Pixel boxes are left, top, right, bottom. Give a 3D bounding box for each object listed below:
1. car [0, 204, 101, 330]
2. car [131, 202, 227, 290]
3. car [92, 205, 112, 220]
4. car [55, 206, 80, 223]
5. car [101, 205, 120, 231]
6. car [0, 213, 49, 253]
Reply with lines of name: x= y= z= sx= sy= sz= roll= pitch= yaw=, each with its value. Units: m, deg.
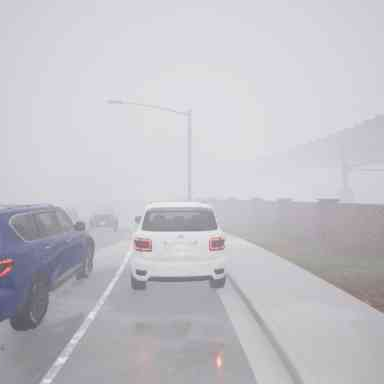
car: x=-3.701 y=1.256 z=7.024 sx=2.150 sy=2.045 sz=5.566 roll=0 pitch=0 yaw=-3
car: x=-0.451 y=1.278 z=9.412 sx=2.150 sy=2.045 sz=5.566 roll=0 pitch=-1 yaw=-5
car: x=-10.454 y=2.278 z=38.485 sx=1.882 sy=1.535 sz=5.008 roll=0 pitch=-2 yaw=-20
car: x=-12.434 y=2.169 z=33.525 sx=2.128 sy=1.511 sz=4.902 roll=0 pitch=-2 yaw=-18
car: x=-6.104 y=1.879 z=23.274 sx=1.812 sy=1.442 sz=4.674 roll=0 pitch=-2 yaw=-11
car: x=-8.051 y=1.715 z=14.934 sx=1.994 sy=1.385 sz=4.181 roll=0 pitch=-1 yaw=-8
